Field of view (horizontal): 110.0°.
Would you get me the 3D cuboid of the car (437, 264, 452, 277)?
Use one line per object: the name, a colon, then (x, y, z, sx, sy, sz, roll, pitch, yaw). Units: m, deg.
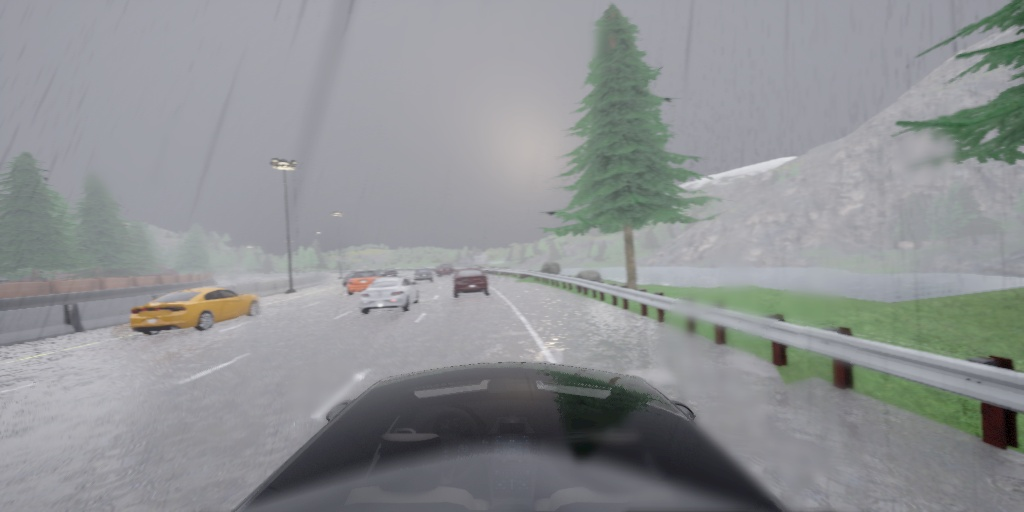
car: (-9.028, 1.818, 48.230, 2.097, 1.767, 4.553, -4, 0, -18)

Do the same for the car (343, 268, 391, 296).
car: (-10.642, 1.838, 26.637, 2.097, 1.767, 4.553, -4, 0, -12)

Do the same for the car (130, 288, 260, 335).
car: (-12.195, 2.014, 14.286, 1.882, 1.535, 5.008, -3, 0, -7)

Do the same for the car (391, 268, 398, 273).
car: (-17.284, 2.485, 50.981, 1.837, 1.490, 4.892, -2, 0, -20)

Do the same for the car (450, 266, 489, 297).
car: (-2.504, 1.450, 21.163, 1.882, 1.535, 5.008, -3, 0, -10)

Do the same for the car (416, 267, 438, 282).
car: (-9.111, 1.978, 36.871, 2.033, 1.411, 5.357, -3, 0, -15)

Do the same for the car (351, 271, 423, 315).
car: (-5.345, 1.652, 16.028, 1.812, 1.442, 4.674, -3, 0, -7)
